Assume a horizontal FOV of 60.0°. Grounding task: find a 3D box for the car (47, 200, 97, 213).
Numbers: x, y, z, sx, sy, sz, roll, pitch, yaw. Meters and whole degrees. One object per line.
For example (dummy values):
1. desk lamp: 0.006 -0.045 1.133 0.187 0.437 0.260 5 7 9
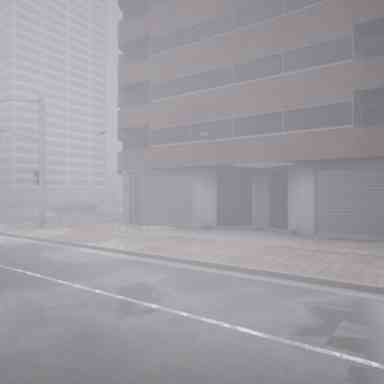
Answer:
1. car: -12.967 1.538 36.498 2.033 1.411 5.357 0 0 35
